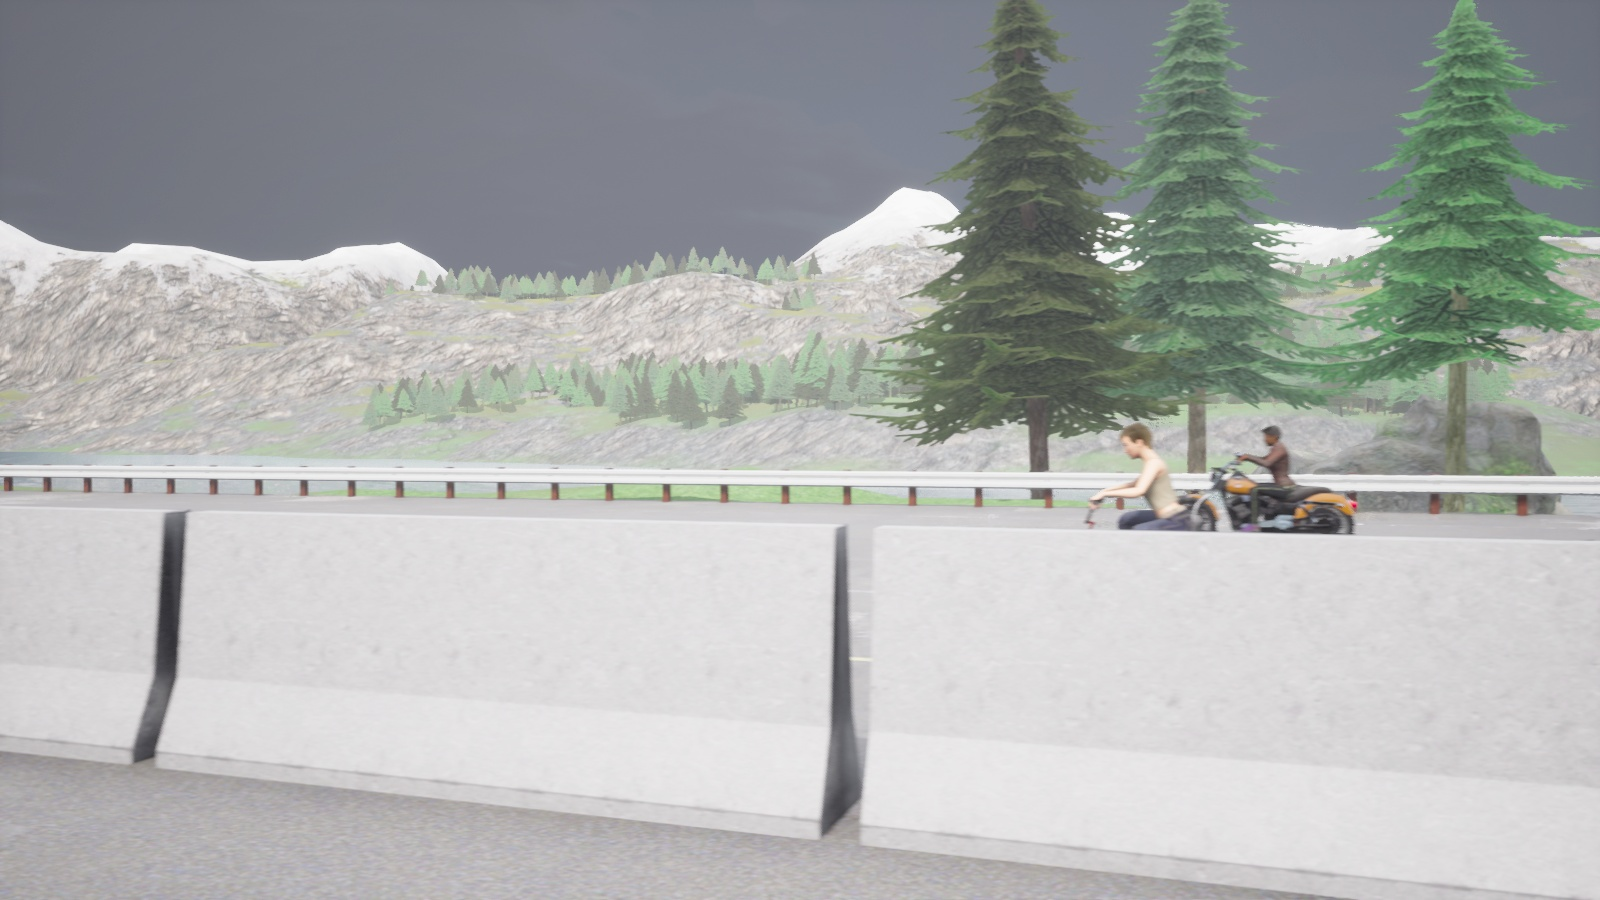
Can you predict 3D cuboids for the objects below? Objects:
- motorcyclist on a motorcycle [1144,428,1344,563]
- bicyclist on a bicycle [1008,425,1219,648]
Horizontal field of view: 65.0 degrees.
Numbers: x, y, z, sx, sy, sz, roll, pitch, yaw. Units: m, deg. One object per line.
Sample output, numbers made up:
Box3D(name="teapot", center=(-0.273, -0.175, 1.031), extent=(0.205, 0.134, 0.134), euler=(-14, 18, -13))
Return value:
Box3D(name="motorcyclist on a motorcycle", center=(5.646, 0.541, 16.062), extent=(2.350, 1.649, 0.766), euler=(0, 1, 19))
Box3D(name="bicyclist on a bicycle", center=(2.445, 0.616, 9.749), extent=(1.509, 1.612, 0.866), euler=(1, 1, 19))
